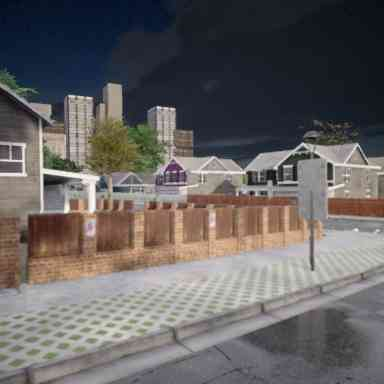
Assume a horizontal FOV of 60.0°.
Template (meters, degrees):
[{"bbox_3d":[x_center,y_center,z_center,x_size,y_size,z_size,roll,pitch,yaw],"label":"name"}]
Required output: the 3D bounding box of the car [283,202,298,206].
[{"bbox_3d":[8.071,1.474,26.075,1.994,1.385,4.181,-2,2,-43],"label":"car"}]
